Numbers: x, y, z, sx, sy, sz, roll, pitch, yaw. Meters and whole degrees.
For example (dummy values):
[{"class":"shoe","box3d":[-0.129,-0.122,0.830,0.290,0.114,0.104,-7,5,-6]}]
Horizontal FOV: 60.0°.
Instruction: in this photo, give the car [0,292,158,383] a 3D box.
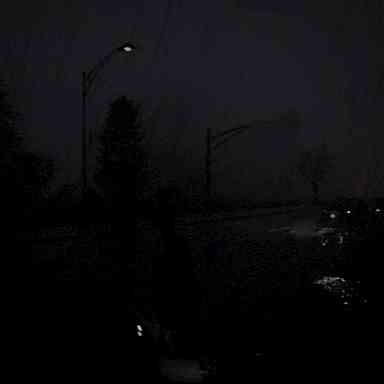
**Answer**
[{"class":"car","box3d":[-2.260,1.496,2.631,1.994,1.385,4.181,1,2,41]}]

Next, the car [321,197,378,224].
[{"class":"car","box3d":[9.960,1.128,21.390,2.128,1.511,4.902,1,1,43]}]

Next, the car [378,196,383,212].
[{"class":"car","box3d":[16.888,1.078,28.941,2.033,1.411,5.357,1,1,42]}]
